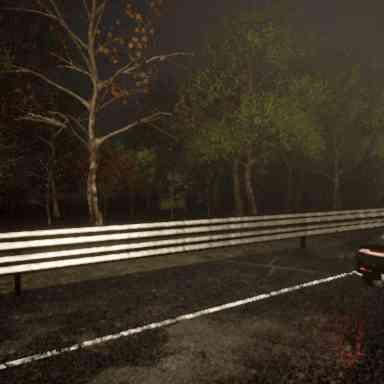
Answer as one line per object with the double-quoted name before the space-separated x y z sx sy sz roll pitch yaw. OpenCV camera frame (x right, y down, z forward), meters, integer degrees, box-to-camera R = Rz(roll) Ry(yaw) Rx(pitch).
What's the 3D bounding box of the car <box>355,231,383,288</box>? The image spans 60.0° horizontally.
"car" 5.819 1.463 7.873 4.902 1.511 2.128 0 0 -35
